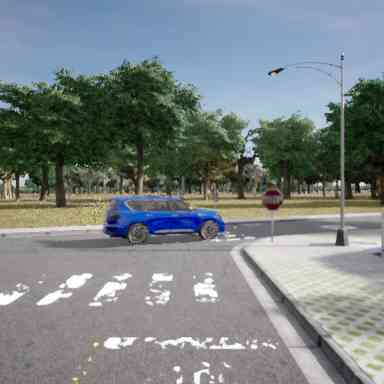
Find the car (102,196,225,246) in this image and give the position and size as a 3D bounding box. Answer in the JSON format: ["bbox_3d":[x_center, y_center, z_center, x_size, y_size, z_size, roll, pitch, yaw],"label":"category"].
[{"bbox_3d":[-1.246,1.210,15.269,5.566,2.045,2.150,0,0,-23],"label":"car"}]
